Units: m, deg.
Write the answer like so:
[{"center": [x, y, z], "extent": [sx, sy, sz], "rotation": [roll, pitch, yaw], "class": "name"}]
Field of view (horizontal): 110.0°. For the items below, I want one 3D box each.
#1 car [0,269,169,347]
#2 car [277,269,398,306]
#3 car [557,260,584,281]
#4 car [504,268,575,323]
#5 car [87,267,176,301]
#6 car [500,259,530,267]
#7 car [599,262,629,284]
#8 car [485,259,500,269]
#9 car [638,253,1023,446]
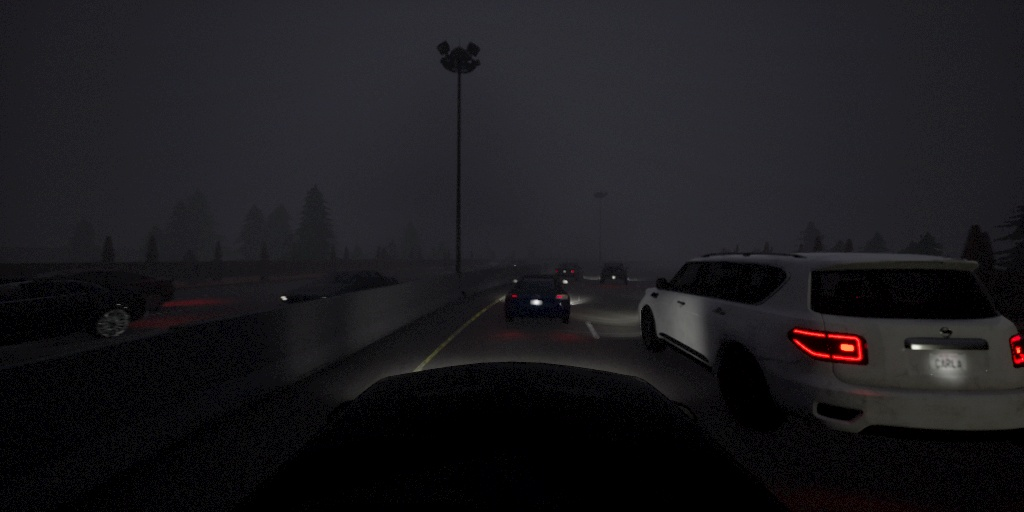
[{"center": [-10.259, 1.174, 7.003], "extent": [2.128, 1.511, 4.902], "rotation": [0, 0, 4], "class": "car"}, {"center": [-6.186, 1.227, 13.734], "extent": [2.033, 1.411, 5.357], "rotation": [0, 0, 7], "class": "car"}, {"center": [4.780, 1.226, 29.586], "extent": [2.033, 1.411, 5.357], "rotation": [0, 0, 18], "class": "car"}, {"center": [0.929, 1.276, 12.127], "extent": [1.994, 1.385, 4.181], "rotation": [0, 0, 7], "class": "car"}, {"center": [-13.455, 1.136, 11.037], "extent": [1.882, 1.535, 5.008], "rotation": [0, 0, 6], "class": "car"}, {"center": [0.750, 1.167, 47.369], "extent": [1.837, 1.490, 4.892], "rotation": [0, -1, 27], "class": "car"}, {"center": [7.603, 1.197, 26.718], "extent": [1.837, 1.490, 4.892], "rotation": [0, 0, 16], "class": "car"}, {"center": [-1.924, 1.181, 49.827], "extent": [1.812, 1.442, 4.674], "rotation": [0, 0, 28], "class": "car"}, {"center": [3.800, 0.971, 5.705], "extent": [2.150, 2.045, 5.566], "rotation": [0, 0, 3], "class": "car"}]
